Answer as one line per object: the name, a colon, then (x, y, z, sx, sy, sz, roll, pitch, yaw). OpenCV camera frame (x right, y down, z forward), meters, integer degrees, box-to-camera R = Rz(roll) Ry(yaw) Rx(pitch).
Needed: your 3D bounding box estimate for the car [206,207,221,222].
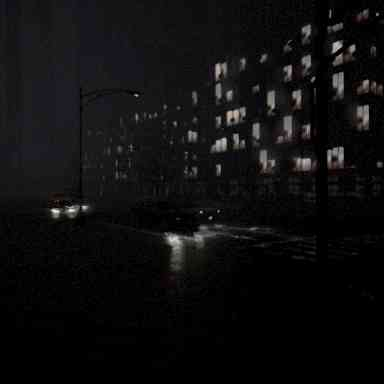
car: (-0.201, 1.268, 22.404, 1.895, 1.301, 4.718, 0, 1, -38)

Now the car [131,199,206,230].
car: (-1.665, 1.185, 19.008, 1.882, 1.535, 5.008, 0, 1, -38)

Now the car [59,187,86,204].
car: (-15.075, 0.450, 41.433, 2.150, 2.045, 5.566, 0, 1, -38)

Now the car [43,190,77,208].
car: (-14.065, 0.818, 34.826, 1.882, 1.535, 5.008, 0, 1, -38)
